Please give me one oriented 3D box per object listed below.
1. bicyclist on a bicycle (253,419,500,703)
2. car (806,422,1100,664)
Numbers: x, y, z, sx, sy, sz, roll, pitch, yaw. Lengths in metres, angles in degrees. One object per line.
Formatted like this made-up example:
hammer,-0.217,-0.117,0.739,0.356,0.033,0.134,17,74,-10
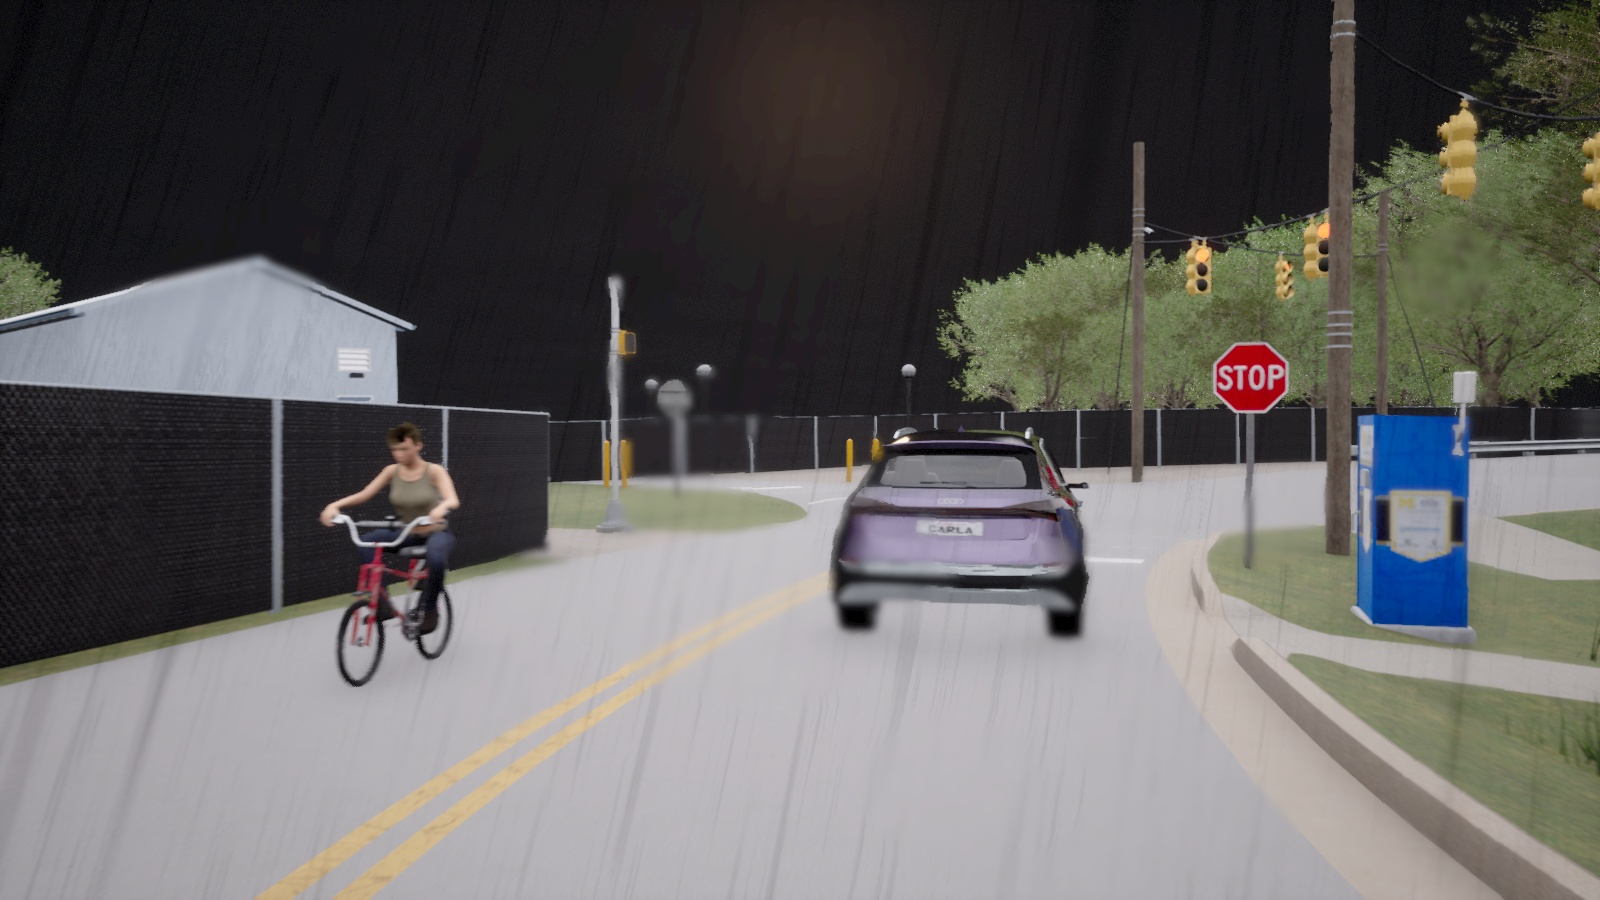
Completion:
bicyclist on a bicycle,-2.621,0.626,7.966,0.866,1.612,1.509,0,0,10
car,1.537,0.616,11.121,2.033,1.649,4.856,0,0,12
